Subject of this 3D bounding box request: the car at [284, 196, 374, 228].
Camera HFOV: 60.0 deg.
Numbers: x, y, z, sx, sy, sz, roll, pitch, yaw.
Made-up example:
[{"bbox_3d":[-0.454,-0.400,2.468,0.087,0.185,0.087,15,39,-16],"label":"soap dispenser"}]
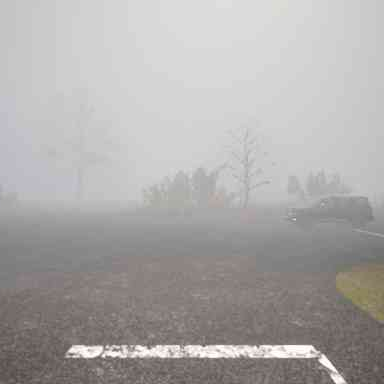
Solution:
[{"bbox_3d":[8.955,1.283,21.901,5.566,2.045,2.150,0,0,-2],"label":"car"}]
